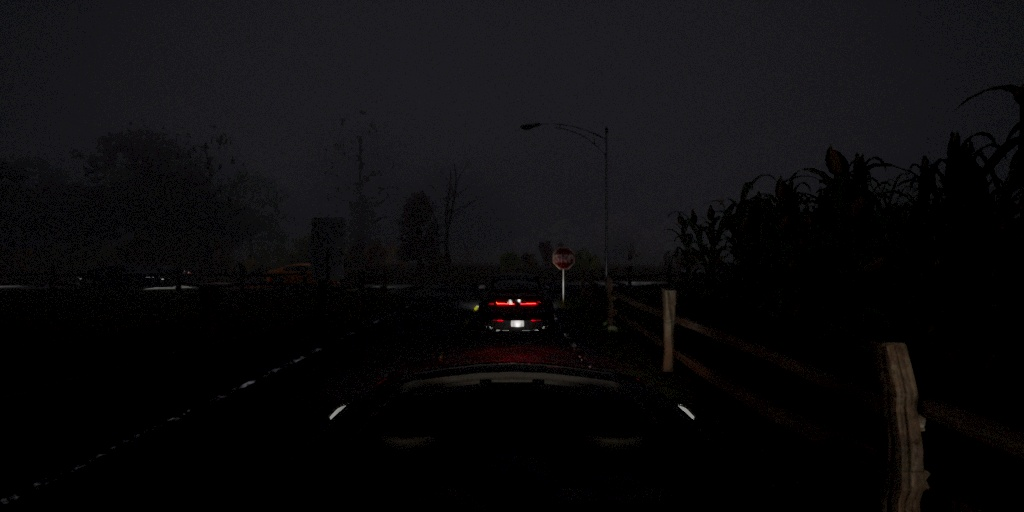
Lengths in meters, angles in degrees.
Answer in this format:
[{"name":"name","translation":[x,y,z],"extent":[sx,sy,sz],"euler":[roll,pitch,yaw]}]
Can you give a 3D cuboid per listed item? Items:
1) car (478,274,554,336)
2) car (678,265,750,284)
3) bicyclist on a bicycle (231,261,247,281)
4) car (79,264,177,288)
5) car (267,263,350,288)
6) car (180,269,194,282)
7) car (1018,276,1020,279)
[{"name":"car","translation":[0.071,1.251,10.366],"extent":[1.837,1.490,4.892],"euler":[0,0,-1]},{"name":"car","translation":[14.629,1.305,25.876],"extent":[4.718,1.301,1.895],"euler":[0,0,1]},{"name":"bicyclist on a bicycle","translation":[-22.402,1.227,29.442],"extent":[0.582,1.620,1.656],"euler":[0,0,1]},{"name":"car","translation":[-25.297,1.283,23.511],"extent":[4.892,1.490,1.837],"euler":[-1,0,1]},{"name":"car","translation":[-13.031,1.236,23.141],"extent":[5.008,1.535,1.882],"euler":[0,0,4]},{"name":"car","translation":[-26.751,1.327,26.491],"extent":[5.357,1.411,2.033],"euler":[0,0,1]},{"name":"car","translation":[38.030,1.114,25.524],"extent":[5.008,1.535,1.882],"euler":[0,0,1]}]
